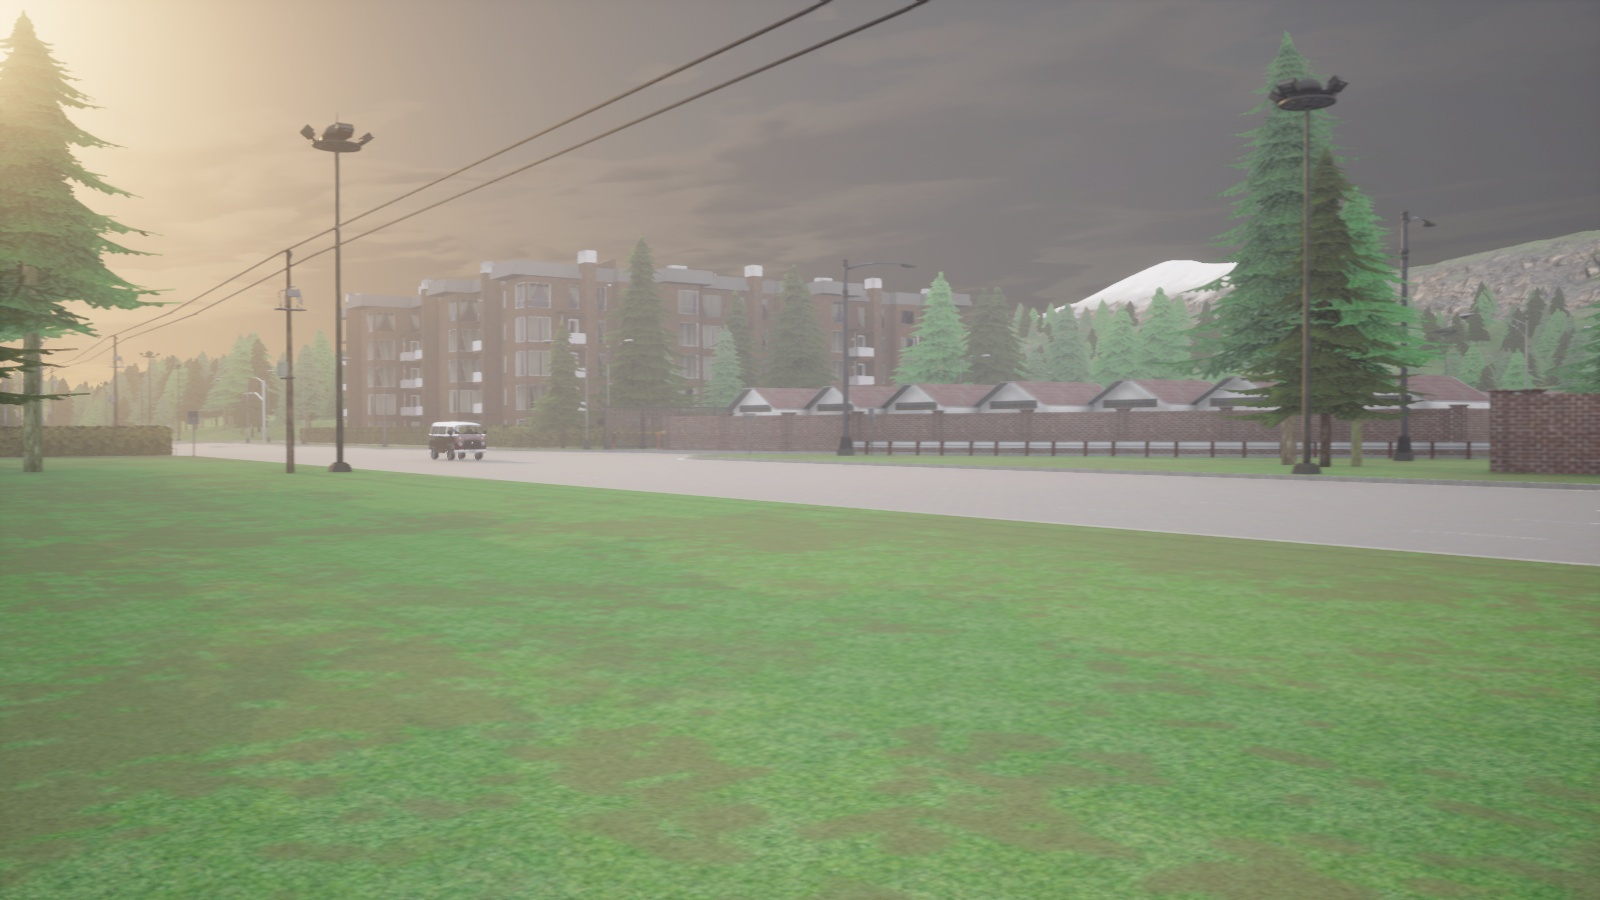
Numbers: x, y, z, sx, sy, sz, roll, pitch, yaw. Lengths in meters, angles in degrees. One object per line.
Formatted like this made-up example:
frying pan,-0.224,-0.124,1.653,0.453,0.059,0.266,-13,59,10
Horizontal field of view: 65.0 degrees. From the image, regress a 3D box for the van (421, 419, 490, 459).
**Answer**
van,-18.170,-0.613,66.179,2.069,2.038,4.480,0,1,-36
